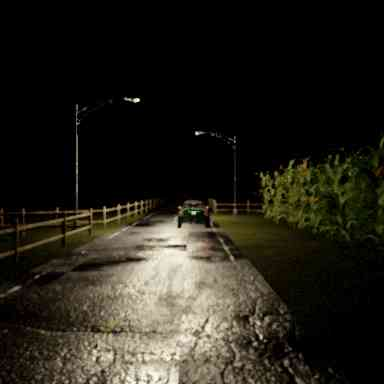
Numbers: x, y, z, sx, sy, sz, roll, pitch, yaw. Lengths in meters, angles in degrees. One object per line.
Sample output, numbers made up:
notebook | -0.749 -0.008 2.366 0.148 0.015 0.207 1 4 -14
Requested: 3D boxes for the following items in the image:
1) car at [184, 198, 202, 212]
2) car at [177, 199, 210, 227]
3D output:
car | 0.105 1.577 41.076 2.128 1.511 4.902 0 0 0
car | 0.105 1.399 23.056 2.097 1.767 4.553 0 0 0
